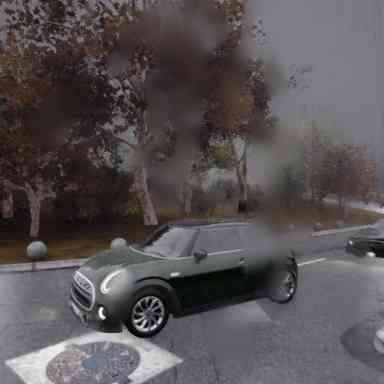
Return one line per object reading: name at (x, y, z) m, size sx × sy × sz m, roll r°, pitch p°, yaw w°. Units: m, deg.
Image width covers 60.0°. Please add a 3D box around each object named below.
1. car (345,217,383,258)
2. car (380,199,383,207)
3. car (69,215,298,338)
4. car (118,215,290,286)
car at (7.737, 1.627, 12.285) m, size 5.357 × 1.411 × 2.033 m, roll 1°, pitch -1°, yaw -40°
car at (25.946, 1.577, 43.469) m, size 1.837 × 1.490 × 4.892 m, roll 0°, pitch 0°, yaw 13°
car at (-0.019, 1.361, 6.714) m, size 4.553 × 1.767 × 2.097 m, roll 0°, pitch 0°, yaw -32°
car at (0.612, 1.568, 10.430) m, size 5.357 × 1.411 × 2.033 m, roll 0°, pitch 0°, yaw -39°
